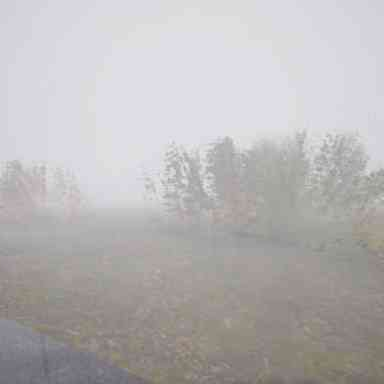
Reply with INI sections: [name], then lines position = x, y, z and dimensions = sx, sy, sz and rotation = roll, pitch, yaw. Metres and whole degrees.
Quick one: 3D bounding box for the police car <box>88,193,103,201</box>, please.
[police car]
position = -20.448, 1.071, 67.507
dimensions = 1.930, 1.638, 5.238
rotation = 0, 0, 35
